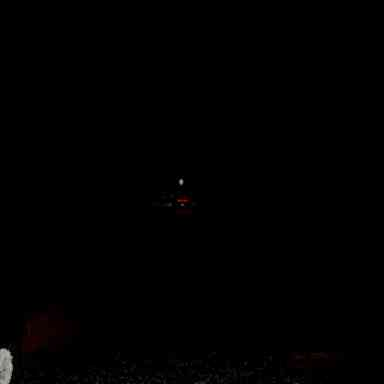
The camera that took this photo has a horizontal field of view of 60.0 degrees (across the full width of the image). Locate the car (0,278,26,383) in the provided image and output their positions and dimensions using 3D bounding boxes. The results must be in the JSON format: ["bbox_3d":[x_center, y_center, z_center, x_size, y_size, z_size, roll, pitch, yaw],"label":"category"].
[{"bbox_3d":[-2.848,1.468,1.975,1.837,1.490,4.892,1,0,0],"label":"car"}]

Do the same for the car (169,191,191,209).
[{"bbox_3d":[-1.156,0.913,35.266,1.837,1.490,4.892,0,3,-5],"label":"car"}]

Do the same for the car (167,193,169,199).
[{"bbox_3d":[-2.397,0.464,46.125,1.895,1.301,4.718,1,3,-8],"label":"car"}]
